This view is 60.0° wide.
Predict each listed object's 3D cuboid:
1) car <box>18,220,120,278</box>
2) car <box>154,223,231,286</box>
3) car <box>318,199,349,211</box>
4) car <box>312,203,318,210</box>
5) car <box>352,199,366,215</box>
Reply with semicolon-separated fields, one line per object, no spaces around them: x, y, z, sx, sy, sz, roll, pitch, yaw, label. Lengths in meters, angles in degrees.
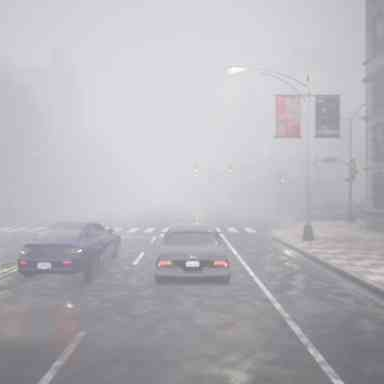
-3.500;1.576;10.166;1.812;1.442;4.674;0;0;0;car
0.004;1.595;9.611;2.033;1.411;5.357;0;0;0;car
19.059;1.734;42.234;4.674;1.442;1.812;0;0;0;car
19.039;1.731;45.727;4.892;1.490;1.837;0;0;0;car
19.210;1.521;34.037;4.553;1.767;2.097;0;0;0;car
